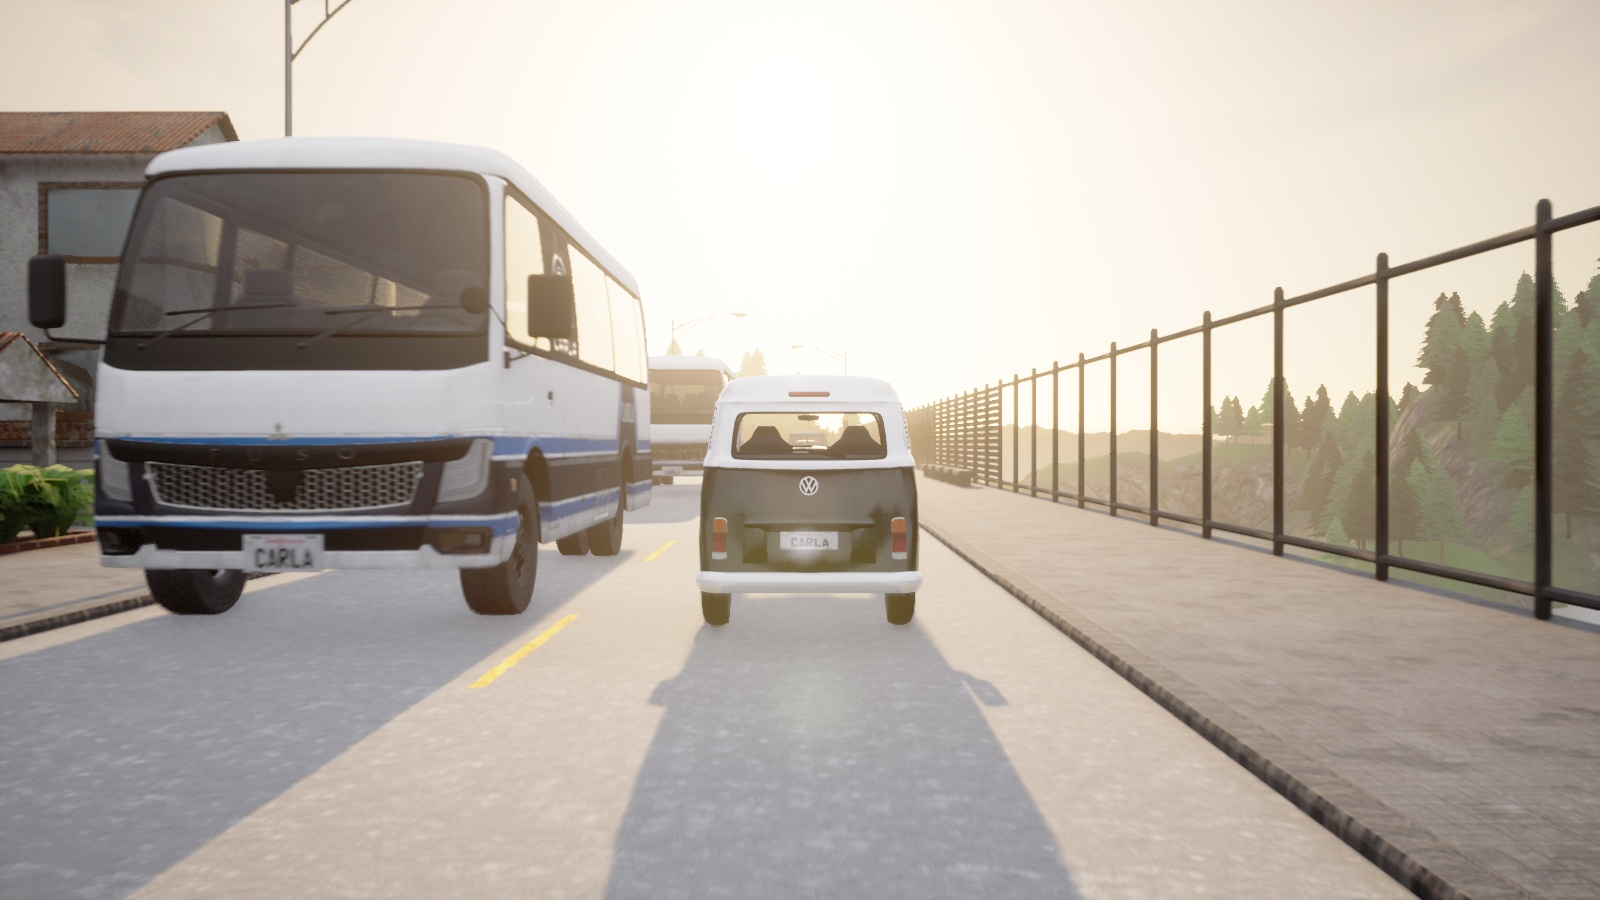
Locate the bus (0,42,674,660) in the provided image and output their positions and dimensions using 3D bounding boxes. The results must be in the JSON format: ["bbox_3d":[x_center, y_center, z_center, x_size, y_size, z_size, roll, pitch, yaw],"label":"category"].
[{"bbox_3d":[-3.905,-0.711,13.794,3.944,4.253,10.273,0,0,0],"label":"bus"}]

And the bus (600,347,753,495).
[{"bbox_3d":[-3.749,-0.866,41.276,3.944,4.253,10.273,0,0,0],"label":"bus"}]

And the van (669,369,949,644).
[{"bbox_3d":[0.081,0.405,11.531,2.069,2.038,4.480,0,0,0],"label":"van"}]
